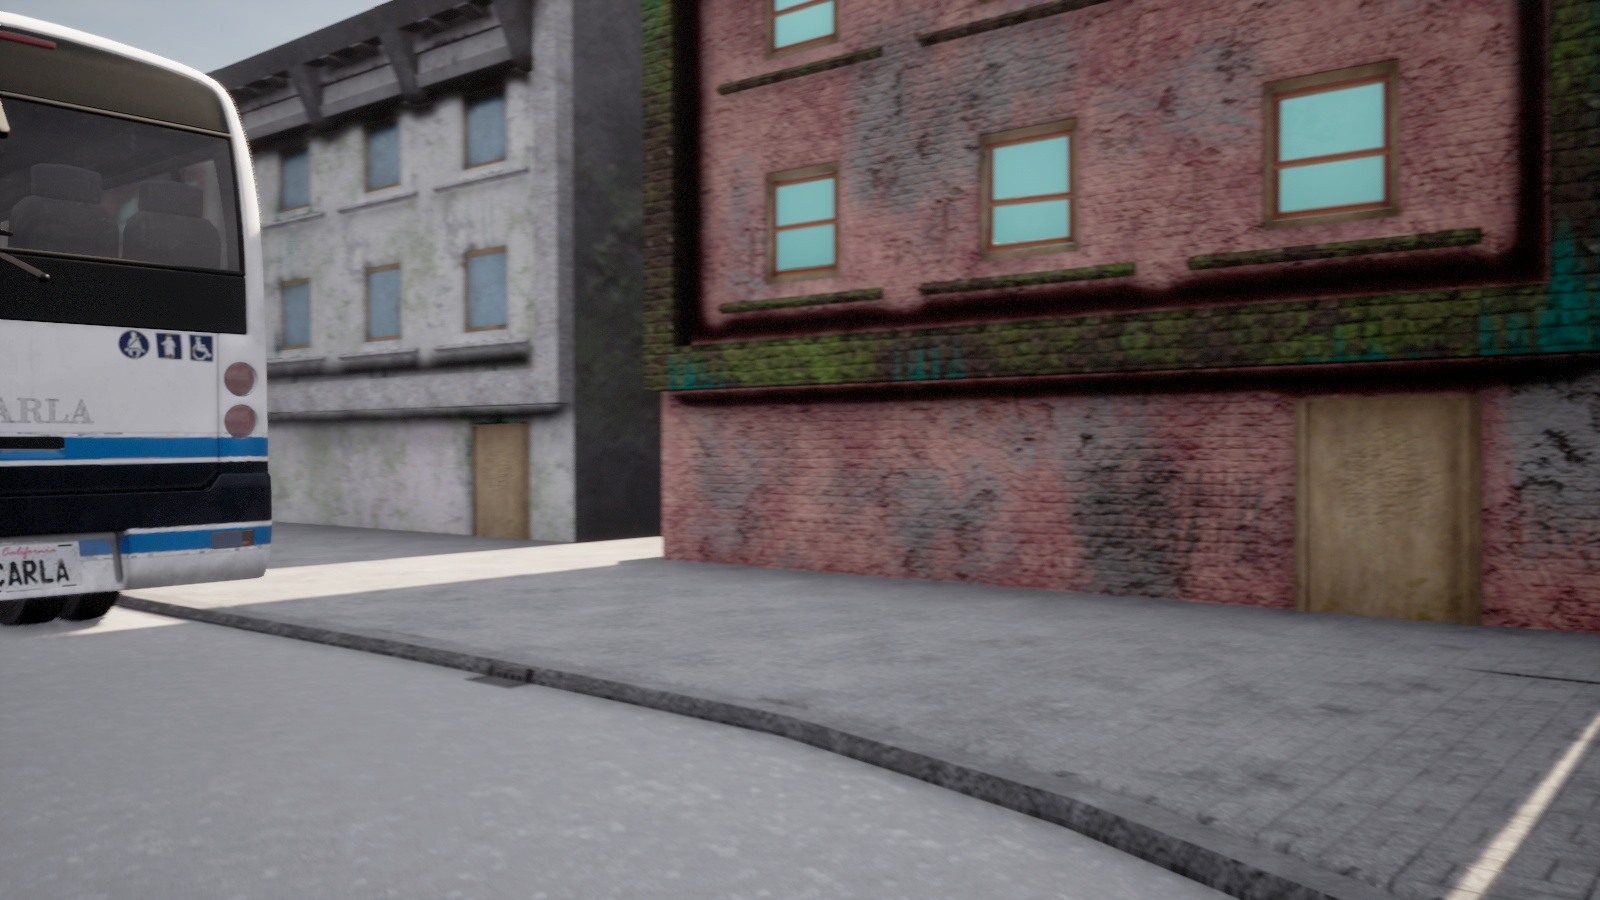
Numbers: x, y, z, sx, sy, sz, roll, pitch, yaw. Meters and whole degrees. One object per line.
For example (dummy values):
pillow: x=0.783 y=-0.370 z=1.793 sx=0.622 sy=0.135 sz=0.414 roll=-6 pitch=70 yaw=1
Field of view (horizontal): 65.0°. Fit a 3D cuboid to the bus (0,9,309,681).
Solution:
bus: x=-8.955 y=-0.676 z=11.301 sx=10.273 sy=4.253 sz=3.944 roll=0 pitch=1 yaw=40
